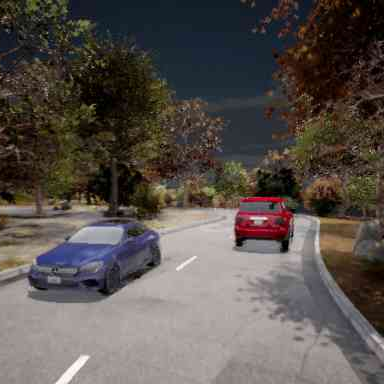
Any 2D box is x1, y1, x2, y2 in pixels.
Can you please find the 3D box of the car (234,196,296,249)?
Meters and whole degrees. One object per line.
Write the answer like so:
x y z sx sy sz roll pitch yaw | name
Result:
3.419 1.263 15.165 2.150 2.045 5.566 0 0 20 | car

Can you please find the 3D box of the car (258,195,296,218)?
8.515 1.390 33.903 2.150 2.045 5.566 1 0 -4 | car

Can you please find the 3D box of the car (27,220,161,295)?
-2.228 1.518 8.942 1.812 1.442 4.674 0 0 14 | car
